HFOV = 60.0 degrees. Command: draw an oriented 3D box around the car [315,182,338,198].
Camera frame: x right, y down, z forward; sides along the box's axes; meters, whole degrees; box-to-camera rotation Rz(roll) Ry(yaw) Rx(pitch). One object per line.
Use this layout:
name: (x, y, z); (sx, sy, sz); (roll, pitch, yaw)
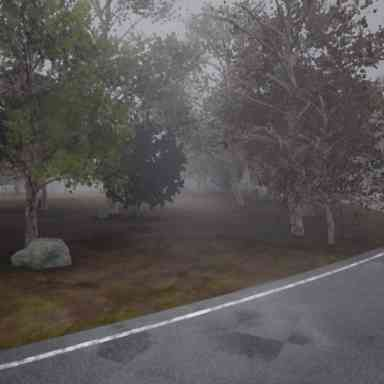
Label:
car: (15.895, -0.029, 38.657); (2.128, 1.511, 4.902); (-5, 3, -18)

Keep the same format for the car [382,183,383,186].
car: (23.308, -0.639, 35.366); (5.566, 2.045, 2.150); (-2, 4, 40)

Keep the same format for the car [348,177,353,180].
car: (32.290, -2.477, 67.520); (4.718, 1.301, 1.895); (-4, 3, -7)

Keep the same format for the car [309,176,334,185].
car: (27.029, -2.353, 69.517); (4.892, 1.490, 1.837); (-5, 3, -22)
